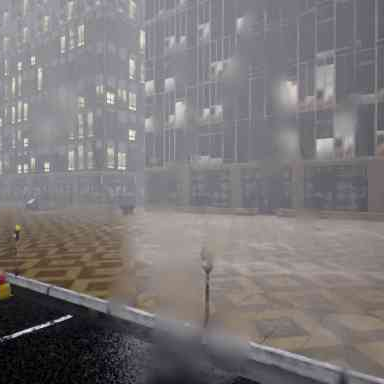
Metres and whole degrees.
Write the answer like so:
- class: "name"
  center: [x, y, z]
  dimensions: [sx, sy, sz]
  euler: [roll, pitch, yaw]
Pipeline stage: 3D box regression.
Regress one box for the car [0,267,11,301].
- class: "car"
  center: [-5.585, 1.526, 6.825]
  dimensions: [4.829, 1.417, 1.752]
  euler: [0, 0, 35]
